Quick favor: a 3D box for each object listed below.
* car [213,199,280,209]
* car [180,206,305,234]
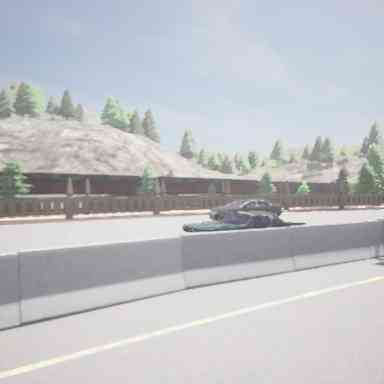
[{"bbox_3d":[3.478,1.185,21.289,4.902,1.511,2.128,0,1,-26],"label":"car"},{"bbox_3d":[1.962,1.412,12.666,4.718,1.301,1.895,-1,1,-29],"label":"car"}]
